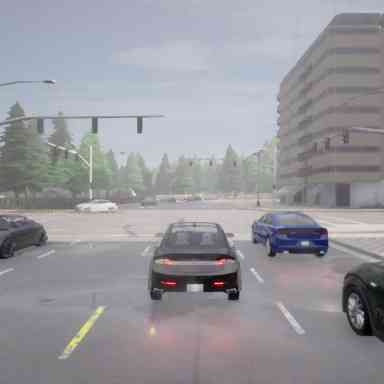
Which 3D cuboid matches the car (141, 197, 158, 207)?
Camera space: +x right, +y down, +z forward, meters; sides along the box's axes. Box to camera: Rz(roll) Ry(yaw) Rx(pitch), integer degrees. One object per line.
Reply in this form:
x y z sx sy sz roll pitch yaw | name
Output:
-6.716 1.525 52.445 1.812 1.442 4.674 0 0 4 | car

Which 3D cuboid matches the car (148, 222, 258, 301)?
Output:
0.067 1.492 8.341 2.128 1.511 4.902 0 0 0 | car

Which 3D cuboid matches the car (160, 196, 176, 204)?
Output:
-4.617 1.525 65.114 1.812 1.442 4.674 0 0 18 | car

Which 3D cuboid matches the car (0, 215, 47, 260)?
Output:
-7.101 1.564 12.330 1.994 1.385 4.181 0 0 0 | car

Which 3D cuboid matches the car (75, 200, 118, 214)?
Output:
-10.455 1.580 36.664 4.674 1.442 1.812 0 1 -42 | car

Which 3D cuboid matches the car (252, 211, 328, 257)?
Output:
3.585 1.478 12.987 1.882 1.535 5.008 0 0 0 | car

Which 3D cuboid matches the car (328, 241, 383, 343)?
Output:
3.600 1.352 3.835 2.097 1.767 4.553 0 0 0 | car

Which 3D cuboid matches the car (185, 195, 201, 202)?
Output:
0.294 1.500 75.600 1.837 1.490 4.892 0 0 31 | car
